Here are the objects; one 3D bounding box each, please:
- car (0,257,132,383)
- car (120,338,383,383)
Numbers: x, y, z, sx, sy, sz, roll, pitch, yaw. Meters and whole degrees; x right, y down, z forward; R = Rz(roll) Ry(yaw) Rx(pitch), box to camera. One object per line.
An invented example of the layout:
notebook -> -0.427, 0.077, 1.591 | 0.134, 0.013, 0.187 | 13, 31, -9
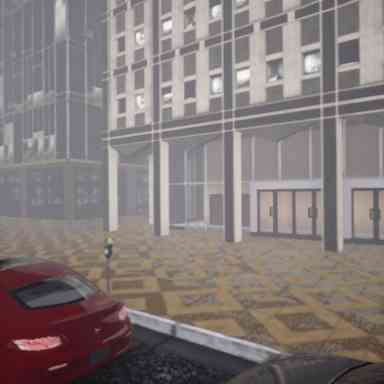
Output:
car -> -2.683, 1.627, 4.793 | 4.206, 1.307, 1.802 | -1, 0, 36
car -> 1.913, 1.558, 1.509 | 4.313, 1.339, 1.947 | -1, 0, 36
